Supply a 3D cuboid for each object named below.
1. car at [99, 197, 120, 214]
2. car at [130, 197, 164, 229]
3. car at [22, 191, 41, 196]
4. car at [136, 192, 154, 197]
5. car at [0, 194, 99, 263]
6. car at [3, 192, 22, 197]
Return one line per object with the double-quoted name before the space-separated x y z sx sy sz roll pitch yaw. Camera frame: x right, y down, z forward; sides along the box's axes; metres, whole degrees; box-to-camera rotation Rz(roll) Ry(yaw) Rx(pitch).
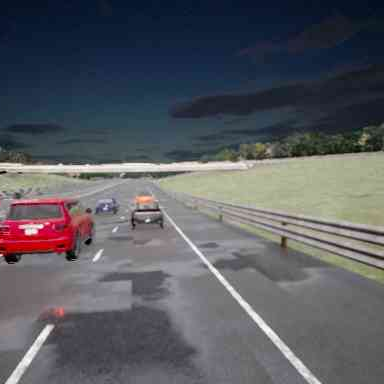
"car" -7.835 1.230 30.982 1.812 1.442 4.674 -1 1 -8
"car" -2.775 1.323 20.622 2.128 1.511 4.902 -1 1 -8
"car" -25.527 0.603 54.120 1.812 1.442 4.674 -1 2 -8
"car" -5.463 0.790 38.764 2.097 1.767 4.553 -1 2 -8
"car" -5.086 1.231 12.391 2.150 2.045 5.566 -1 1 -8
"car" -28.989 0.843 53.643 2.097 1.767 4.553 -1 2 -8
